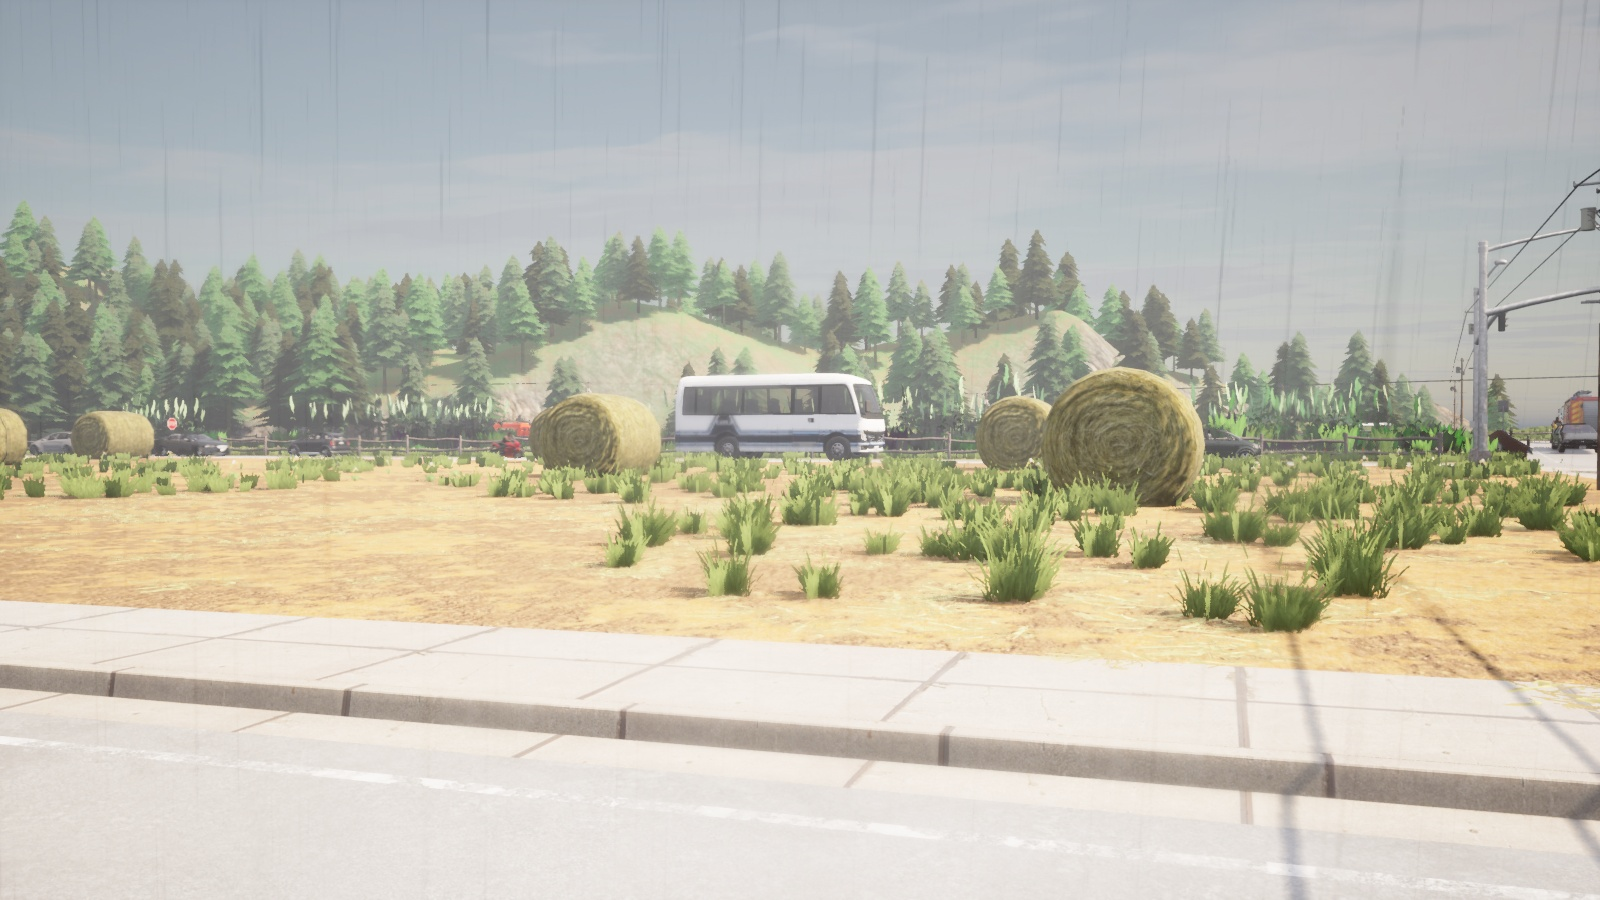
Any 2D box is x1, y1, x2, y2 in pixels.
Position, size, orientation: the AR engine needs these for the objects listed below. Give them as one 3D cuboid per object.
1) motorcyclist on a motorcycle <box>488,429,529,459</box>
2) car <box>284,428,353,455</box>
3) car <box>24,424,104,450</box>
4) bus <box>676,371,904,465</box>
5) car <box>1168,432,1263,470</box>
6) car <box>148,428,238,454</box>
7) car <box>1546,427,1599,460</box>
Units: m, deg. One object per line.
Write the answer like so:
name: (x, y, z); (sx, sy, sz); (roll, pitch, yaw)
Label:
motorcyclist on a motorcycle: (-15.525, -0.327, 66.783); (2.044, 1.523, 0.797); (1, 1, 22)
car: (-29.227, -0.533, 76.222); (3.705, 1.549, 1.789); (1, 1, 22)
car: (-49.498, -0.874, 84.472); (4.611, 1.667, 2.242); (1, 1, 20)
bus: (-0.484, -1.530, 60.558); (10.273, 4.253, 3.944); (1, 1, 22)
car: (17.590, 0.013, 53.122); (3.705, 1.549, 1.789); (1, 1, 23)
car: (-36.457, -0.570, 75.424); (4.902, 1.511, 2.128); (1, 1, 22)
car: (39.484, -0.369, 63.938); (2.033, 1.411, 5.357); (1, 4, 25)
